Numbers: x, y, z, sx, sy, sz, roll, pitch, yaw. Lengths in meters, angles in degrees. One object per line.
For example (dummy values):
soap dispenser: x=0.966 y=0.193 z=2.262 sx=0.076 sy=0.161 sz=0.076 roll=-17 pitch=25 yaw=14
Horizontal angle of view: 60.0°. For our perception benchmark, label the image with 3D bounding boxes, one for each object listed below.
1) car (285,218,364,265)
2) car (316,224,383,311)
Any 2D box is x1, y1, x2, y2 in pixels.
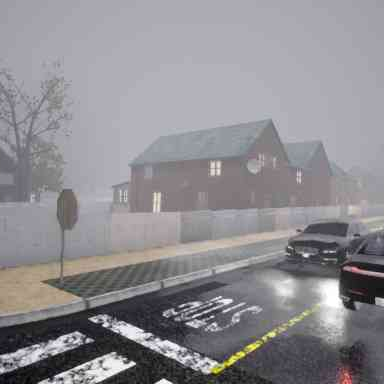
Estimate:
car: x=5.032 y=1.709 z=11.816 sx=1.837 sy=1.490 sz=4.892 roll=0 pitch=-1 yaw=42
car: x=4.738 y=1.626 z=7.190 sx=2.128 sy=1.511 sz=4.902 roll=0 pitch=-1 yaw=42
